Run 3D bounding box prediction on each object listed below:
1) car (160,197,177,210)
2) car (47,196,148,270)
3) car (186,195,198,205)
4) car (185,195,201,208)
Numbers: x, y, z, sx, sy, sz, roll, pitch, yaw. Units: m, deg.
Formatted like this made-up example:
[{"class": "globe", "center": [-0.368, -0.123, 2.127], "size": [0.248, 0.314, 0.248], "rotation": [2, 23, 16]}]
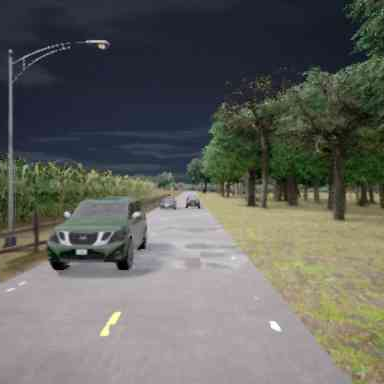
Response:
[{"class": "car", "center": [-2.770, 1.339, 39.919], "size": [2.128, 1.511, 4.902], "rotation": [0, 0, 1]}, {"class": "car", "center": [-2.832, 1.190, 11.308], "size": [2.150, 2.045, 5.566], "rotation": [0, 0, 0]}, {"class": "car", "center": [0.026, 1.239, 55.769], "size": [1.882, 1.535, 5.008], "rotation": [0, 0, 0]}, {"class": "car", "center": [0.124, 1.354, 43.886], "size": [1.812, 1.442, 4.674], "rotation": [0, 0, 0]}]
